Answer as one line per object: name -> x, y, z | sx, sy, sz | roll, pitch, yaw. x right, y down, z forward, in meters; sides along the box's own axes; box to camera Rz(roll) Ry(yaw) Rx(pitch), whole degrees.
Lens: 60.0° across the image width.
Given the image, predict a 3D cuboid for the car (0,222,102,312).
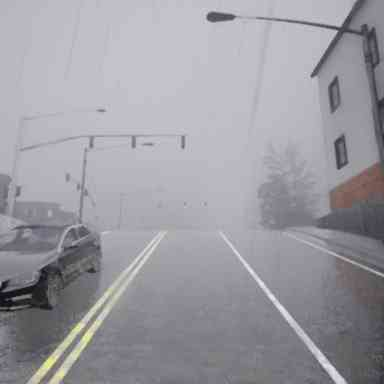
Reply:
car -> -3.562, 1.517, 7.972 | 2.128, 1.511, 4.902 | 0, 0, 0
